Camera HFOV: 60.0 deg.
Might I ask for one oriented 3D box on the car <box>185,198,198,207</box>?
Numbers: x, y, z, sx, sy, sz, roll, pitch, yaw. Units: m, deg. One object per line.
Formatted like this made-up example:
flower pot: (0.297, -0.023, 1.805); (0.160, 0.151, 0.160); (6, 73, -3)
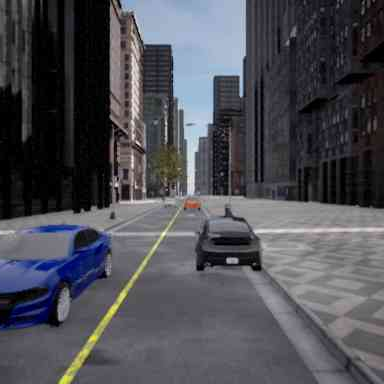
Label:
car: (-0.113, 1.699, 55.528); (1.994, 1.385, 4.181); (0, 0, 0)

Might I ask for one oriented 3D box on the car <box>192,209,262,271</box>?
car: (1.030, 1.526, 10.951); (1.837, 1.490, 4.892); (0, 0, 0)

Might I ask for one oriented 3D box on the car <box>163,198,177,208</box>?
car: (-3.189, 1.639, 48.952); (1.812, 1.442, 4.674); (0, 0, 0)

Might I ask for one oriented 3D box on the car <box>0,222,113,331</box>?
car: (-3.113, 1.491, 7.281); (1.882, 1.535, 5.008); (0, 0, 0)

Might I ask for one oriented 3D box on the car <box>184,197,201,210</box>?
car: (0.004, 1.451, 43.896); (2.097, 1.767, 4.553); (0, 0, -2)
